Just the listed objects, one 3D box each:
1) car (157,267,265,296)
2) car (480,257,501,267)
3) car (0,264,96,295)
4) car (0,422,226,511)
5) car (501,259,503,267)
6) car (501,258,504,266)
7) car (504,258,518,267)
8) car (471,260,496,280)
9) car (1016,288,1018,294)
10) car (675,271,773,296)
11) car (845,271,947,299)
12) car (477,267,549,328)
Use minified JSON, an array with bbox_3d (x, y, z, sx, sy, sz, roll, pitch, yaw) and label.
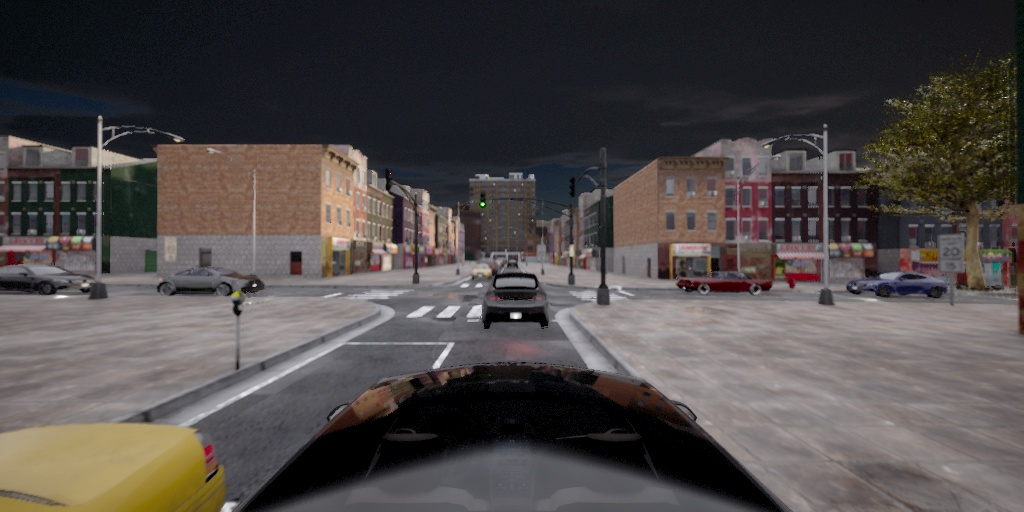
[{"bbox_3d":[-14.479,1.230,17.401,4.181,1.385,1.994,0,0,0],"label":"car"},{"bbox_3d":[-2.642,1.125,37.711,2.192,1.841,5.009,0,0,0],"label":"car"},{"bbox_3d":[-23.000,1.130,17.359,4.674,1.442,1.812,0,0,0],"label":"car"},{"bbox_3d":[-2.637,1.274,0.142,1.751,1.417,4.829,0,0,0],"label":"car"},{"bbox_3d":[-2.644,1.390,48.600,2.007,1.370,4.403,0,0,0],"label":"car"},{"bbox_3d":[-2.645,1.398,59.317,1.751,1.417,4.829,0,0,0],"label":"car"},{"bbox_3d":[0.092,1.361,62.452,1.882,1.535,5.008,0,0,0],"label":"car"},{"bbox_3d":[-2.641,1.323,32.099,1.751,1.417,4.829,0,0,0],"label":"car"},{"bbox_3d":[32.178,1.791,20.586,4.674,1.442,1.812,1,0,0],"label":"car"},{"bbox_3d":[11.980,1.525,20.498,4.718,1.301,1.895,1,0,-3],"label":"car"},{"bbox_3d":[21.947,1.600,20.532,4.674,1.442,1.812,1,0,0],"label":"car"},{"bbox_3d":[0.098,1.266,11.494,1.837,1.490,4.892,0,0,0],"label":"car"}]
